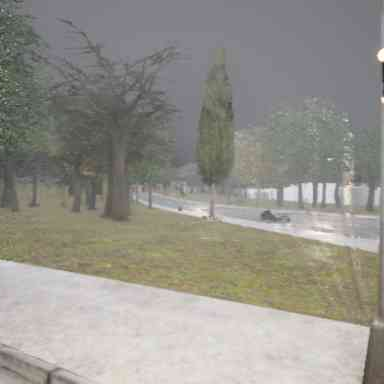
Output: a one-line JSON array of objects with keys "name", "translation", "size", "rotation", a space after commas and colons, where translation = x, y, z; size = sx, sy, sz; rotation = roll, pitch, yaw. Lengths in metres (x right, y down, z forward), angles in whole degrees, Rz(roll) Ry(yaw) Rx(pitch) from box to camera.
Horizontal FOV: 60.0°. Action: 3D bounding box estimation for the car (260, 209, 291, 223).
[{"name": "car", "translation": [9.208, 2.654, 37.340], "size": [1.812, 1.442, 4.674], "rotation": [0, -1, -14]}]
